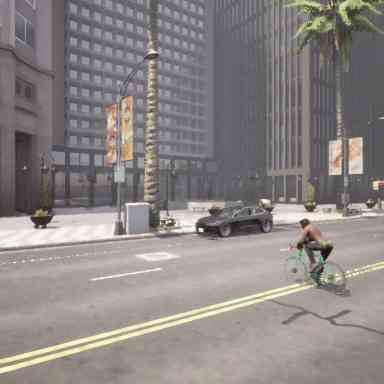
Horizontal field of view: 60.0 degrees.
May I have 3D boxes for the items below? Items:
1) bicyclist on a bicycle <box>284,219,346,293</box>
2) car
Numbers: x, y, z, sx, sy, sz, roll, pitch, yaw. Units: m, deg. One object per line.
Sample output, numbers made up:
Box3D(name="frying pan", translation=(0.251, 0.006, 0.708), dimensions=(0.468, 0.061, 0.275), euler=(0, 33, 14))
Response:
Box3D(name="bicyclist on a bicycle", translation=(2.802, 1.455, 7.790), dimensions=(0.582, 1.620, 1.656), euler=(0, -2, -36))
Box3D(name="car", translation=(2.385, 1.513, 18.148), dimensions=(4.786, 1.482, 2.161), euler=(0, 0, -36))
